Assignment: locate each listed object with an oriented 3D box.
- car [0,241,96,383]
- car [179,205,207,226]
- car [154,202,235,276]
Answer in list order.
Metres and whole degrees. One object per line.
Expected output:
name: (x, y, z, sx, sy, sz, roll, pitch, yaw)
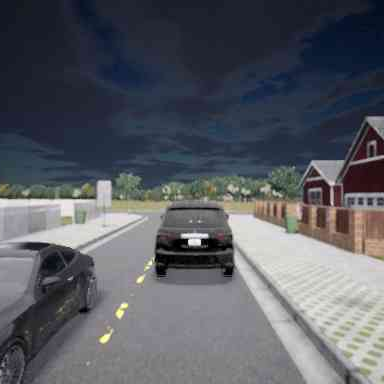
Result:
car: (-2.835, 1.572, 5.118, 1.812, 1.442, 4.674, 0, -1, 0)
car: (0.092, 1.802, 27.057, 2.033, 1.411, 5.357, 0, -1, 0)
car: (0.085, 1.324, 10.822, 2.150, 2.045, 5.566, 0, 0, 0)
